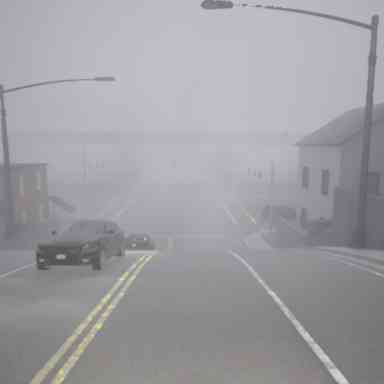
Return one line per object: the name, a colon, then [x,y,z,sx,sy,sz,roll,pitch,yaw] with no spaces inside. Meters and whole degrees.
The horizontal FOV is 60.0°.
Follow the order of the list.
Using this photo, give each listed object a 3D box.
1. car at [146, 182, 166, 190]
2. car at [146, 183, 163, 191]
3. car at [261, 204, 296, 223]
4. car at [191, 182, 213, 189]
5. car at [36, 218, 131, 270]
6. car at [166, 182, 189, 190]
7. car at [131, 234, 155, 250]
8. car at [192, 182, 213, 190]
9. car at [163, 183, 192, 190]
car: [-7.803,-1.370,72.048,4.536,1.218,1.853,7,11,43]
car: [-7.765,-1.209,72.035,4.974,1.542,2.038,7,11,43]
car: [11.668,2.675,42.416,5.566,2.045,2.150,0,8,1]
car: [2.164,-1.478,72.835,4.536,1.218,1.853,4,9,28]
car: [-3.622,1.689,11.652,1.882,1.535,5.008,0,-4,0]
car: [-3.115,-1.370,72.057,4.536,1.218,1.853,-6,10,-36]
car: [-3.751,3.599,23.460,1.895,1.301,4.718,0,-13,-1]
car: [2.210,-1.318,72.832,4.974,1.542,2.038,4,9,28]
car: [-3.157,-1.210,72.048,4.974,1.542,2.038,-6,10,-36]
